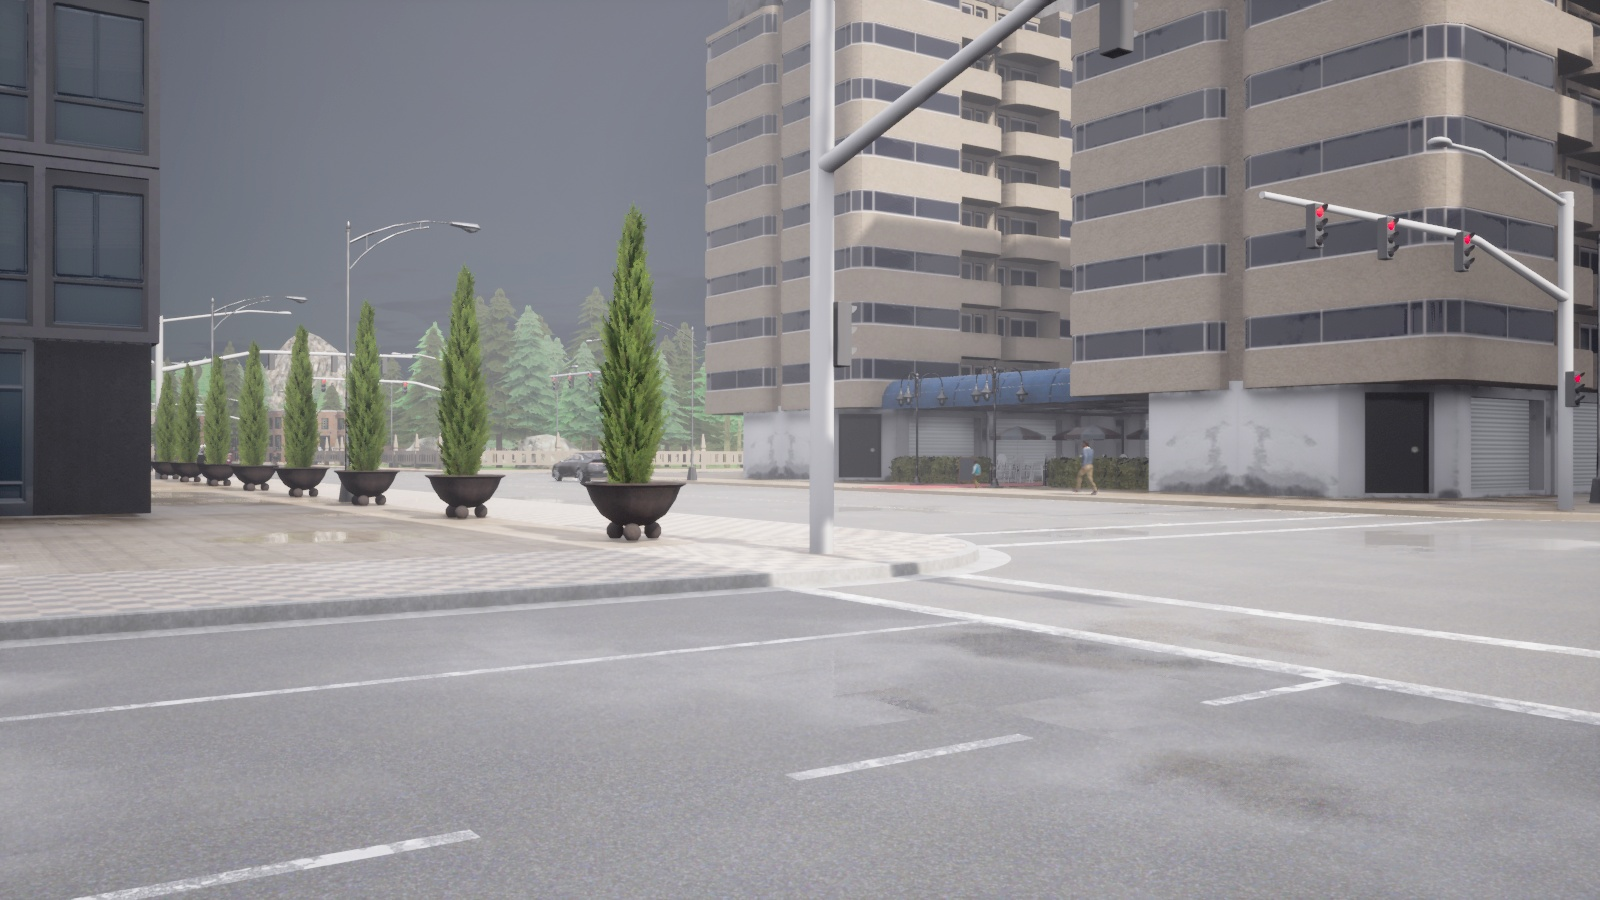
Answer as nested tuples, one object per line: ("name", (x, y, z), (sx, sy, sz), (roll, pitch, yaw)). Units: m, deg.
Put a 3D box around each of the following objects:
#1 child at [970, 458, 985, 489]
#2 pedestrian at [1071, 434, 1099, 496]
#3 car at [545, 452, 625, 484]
("child", (6.778, 0.886, 47.937), (0.343, 1.192, 0.448), (0, 0, -40))
("pedestrian", (9.152, 0.483, 40.375), (0.423, 1.949, 0.788), (0, 0, -35))
("car", (-10.896, 0.878, 63.317), (2.128, 1.511, 4.902), (0, 0, -34))
